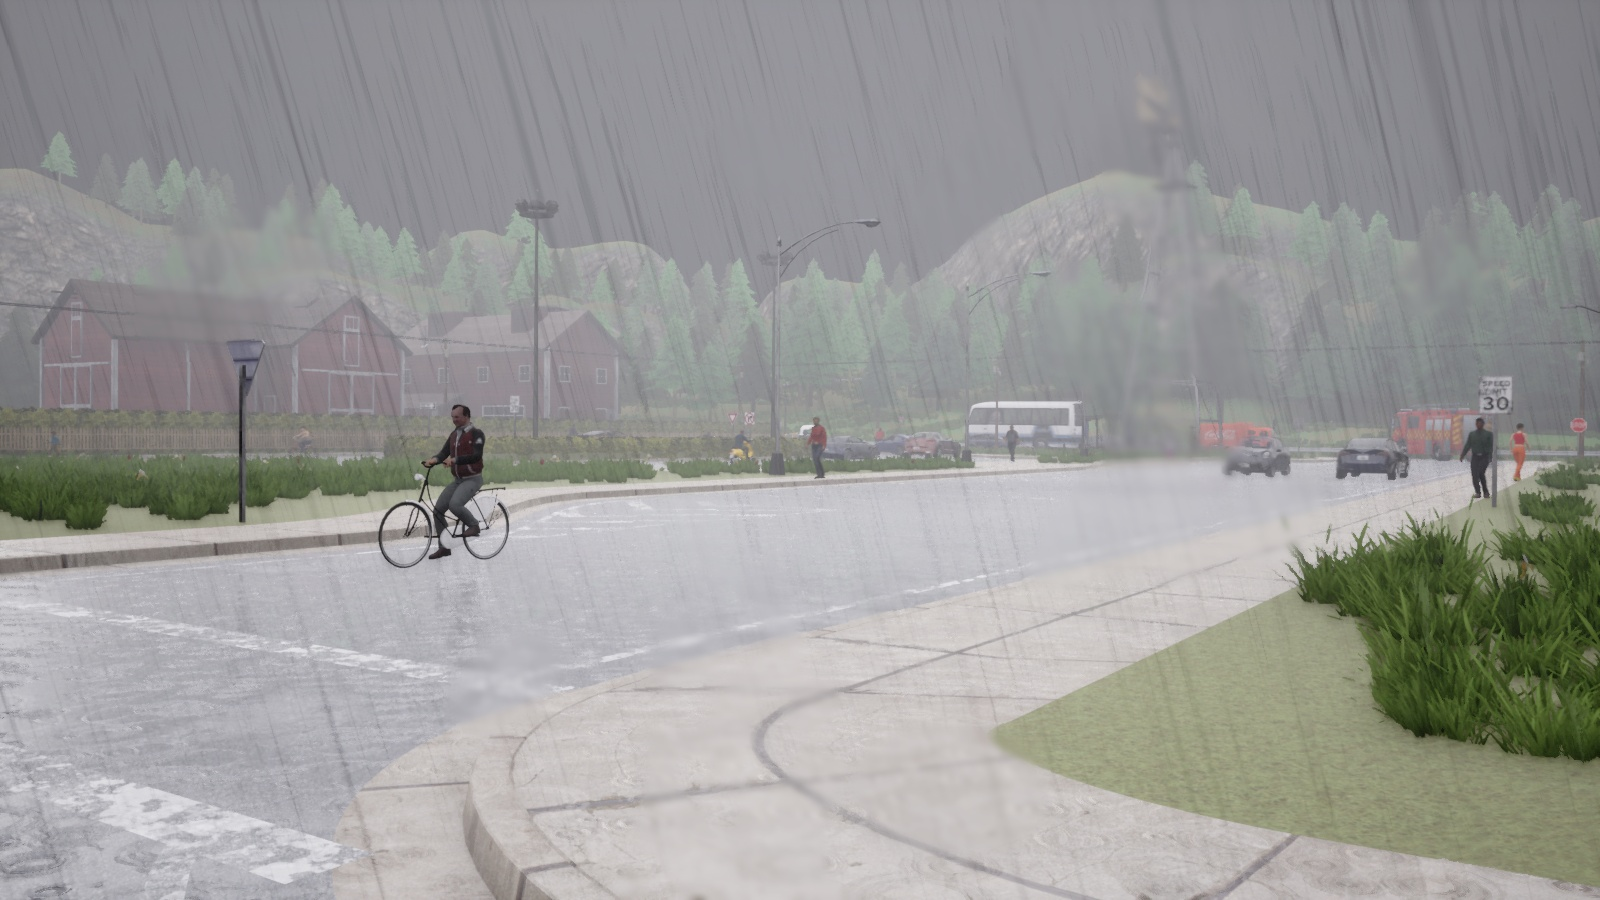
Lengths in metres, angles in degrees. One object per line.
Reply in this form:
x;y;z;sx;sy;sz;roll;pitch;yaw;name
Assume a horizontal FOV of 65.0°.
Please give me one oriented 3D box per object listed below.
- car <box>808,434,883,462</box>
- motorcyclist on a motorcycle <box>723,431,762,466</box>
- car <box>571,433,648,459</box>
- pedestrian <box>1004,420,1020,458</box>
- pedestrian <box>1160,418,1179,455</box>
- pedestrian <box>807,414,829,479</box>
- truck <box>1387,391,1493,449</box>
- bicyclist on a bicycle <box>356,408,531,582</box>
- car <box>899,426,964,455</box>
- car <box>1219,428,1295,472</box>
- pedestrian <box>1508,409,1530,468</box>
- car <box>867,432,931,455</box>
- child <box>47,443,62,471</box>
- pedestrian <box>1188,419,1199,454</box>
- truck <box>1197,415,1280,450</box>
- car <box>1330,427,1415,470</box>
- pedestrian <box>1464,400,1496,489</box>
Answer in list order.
2.399;-0.114;64.946;1.994;1.385;4.181;0;1;33;car
-2.620;-0.074;57.314;0.866;1.590;1.817;0;1;34;motorcyclist on a motorcycle
-11.407;-0.248;75.411;2.007;1.525;4.514;0;1;33;car
10.159;-0.527;60.165;0.540;1.848;0.694;0;1;24;pedestrian
19.724;-0.706;66.985;0.659;1.952;0.873;0;1;41;pedestrian
0.513;-0.110;36.027;0.331;1.846;0.636;0;1;32;pedestrian
43.632;-2.004;85.960;2.891;3.827;8.468;0;1;0;truck
-3.862;0.449;13.748;0.659;1.776;1.843;0;1;33;bicyclist on a bicycle
7.761;-0.567;73.713;2.152;1.651;5.027;0;1;26;car
16.675;-0.030;45.718;1.845;1.501;3.633;0;1;33;car
22.547;-0.355;39.371;0.594;1.836;0.345;-1;1;-30;pedestrian
6.595;-0.452;84.235;1.812;1.442;4.674;-1;1;-32;car
-32.937;0.307;55.509;0.343;1.192;0.448;0;1;29;child
21.277;-0.733;67.875;0.396;1.930;0.692;0;1;35;pedestrian
31.824;-1.287;91.120;5.204;2.467;2.627;0;1;34;truck
20.982;-0.086;45.946;2.163;1.488;4.792;0;1;33;car
14.967;-0.126;27.644;0.423;1.949;0.788;0;1;45;pedestrian
